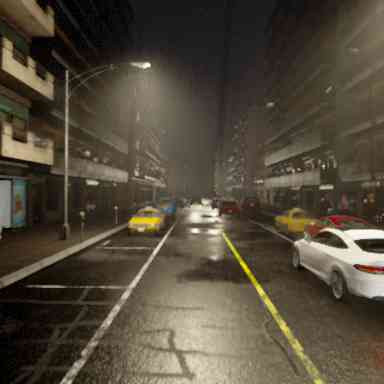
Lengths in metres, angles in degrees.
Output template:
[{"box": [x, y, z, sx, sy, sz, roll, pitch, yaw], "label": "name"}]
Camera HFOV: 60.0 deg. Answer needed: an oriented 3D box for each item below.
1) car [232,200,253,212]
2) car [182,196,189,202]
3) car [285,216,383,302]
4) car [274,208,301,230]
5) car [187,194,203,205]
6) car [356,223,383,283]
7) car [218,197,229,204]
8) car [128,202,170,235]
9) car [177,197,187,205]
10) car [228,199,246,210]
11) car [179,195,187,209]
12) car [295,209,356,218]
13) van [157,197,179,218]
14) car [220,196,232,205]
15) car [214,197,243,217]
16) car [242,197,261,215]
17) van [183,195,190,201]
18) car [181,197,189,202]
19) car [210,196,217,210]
[{"box": [6.186, 1.684, 41.510, 2.008, 1.369, 4.403, 0, 0, 1], "label": "car"}, {"box": [-1.630, 1.839, 86.929, 1.802, 1.307, 4.206, 0, 0, 1], "label": "car"}, {"box": [3.919, 1.567, 8.201, 1.812, 1.442, 4.674, 0, 0, 0], "label": "car"}, {"box": [5.906, 1.598, 19.035, 1.752, 1.417, 4.829, 0, 0, 1], "label": "car"}, {"box": [0.745, 1.378, 61.100, 2.150, 2.045, 5.566, 0, 0, 1], "label": "car"}, {"box": [5.763, 1.600, 7.542, 1.887, 1.381, 4.507, 0, 0, 1], "label": "car"}, {"box": [6.538, 1.805, 69.814, 1.947, 1.339, 4.313, 0, 0, 1], "label": "car"}, {"box": [-2.477, 1.530, 18.823, 1.752, 1.417, 4.829, 0, 0, 1], "label": "car"}, {"box": [-1.914, 1.673, 64.114, 1.752, 1.417, 4.829, 0, 0, 1], "label": "car"}, {"box": [6.257, 1.703, 47.171, 2.008, 1.369, 4.403, 0, 0, 1], "label": "car"}, {"box": [-2.122, 1.525, 47.300, 1.967, 1.590, 4.097, 0, 0, 1], "label": "car"}, {"box": [5.834, 1.607, 13.208, 1.887, 1.381, 4.507, 0, 0, 1], "label": "car"}, {"box": [-2.333, 1.373, 30.316, 1.690, 1.788, 3.998, 0, 0, 1], "label": "van"}, {"box": [6.468, 1.655, 64.155, 1.967, 1.590, 4.097, 0, 0, 1], "label": "car"}, {"box": [3.434, 1.560, 31.873, 1.882, 1.535, 5.008, 0, 0, 1], "label": "car"}, {"box": [6.116, 1.431, 35.848, 2.192, 1.841, 5.009, 0, 0, 1], "label": "car"}, {"box": [-1.560, 1.630, 92.592, 1.690, 1.788, 3.998, 0, 0, 1], "label": "van"}, {"box": [-1.701, 1.809, 81.268, 1.802, 1.307, 4.206, 0, 0, 1], "label": "car"}, {"box": [3.549, 1.614, 44.426, 2.128, 1.511, 4.902, 0, 0, 1], "label": "car"}]
